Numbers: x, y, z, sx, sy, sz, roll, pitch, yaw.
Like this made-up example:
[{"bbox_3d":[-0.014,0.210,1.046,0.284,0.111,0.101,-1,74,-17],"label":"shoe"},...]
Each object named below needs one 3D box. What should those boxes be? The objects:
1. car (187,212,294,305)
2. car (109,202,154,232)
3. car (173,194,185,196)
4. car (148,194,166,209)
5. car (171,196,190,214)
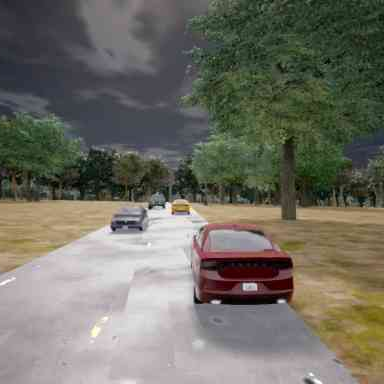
[{"bbox_3d":[0.933,1.477,8.187,1.882,1.535,5.008,0,0,-1],"label":"car"},{"bbox_3d":[-3.728,1.557,20.703,2.033,1.411,5.357,0,0,-3],"label":"car"},{"bbox_3d":[-1.774,1.357,46.394,2.150,2.045,5.566,0,0,-3],"label":"car"},{"bbox_3d":[-4.870,1.359,46.932,2.150,2.045,5.566,0,0,-3],"label":"car"},{"bbox_3d":[-1.248,1.549,35.886,1.882,1.535,5.008,0,0,-3],"label":"car"}]
